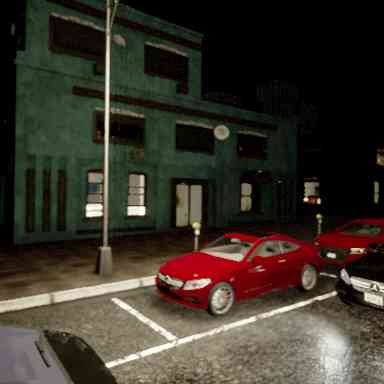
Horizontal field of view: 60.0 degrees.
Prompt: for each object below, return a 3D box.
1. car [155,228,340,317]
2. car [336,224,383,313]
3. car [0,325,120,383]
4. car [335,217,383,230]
[{"bbox_3d":[1.218,1.578,7.414,4.206,1.307,1.802,0,1,-35],"label":"car"},{"bbox_3d":[4.918,1.520,6.876,4.674,1.442,1.812,0,0,-35],"label":"car"},{"bbox_3d":[-2.400,1.565,1.654,4.181,1.385,1.994,0,0,-35],"label":"car"},{"bbox_3d":[5.762,1.536,10.653,4.507,1.381,1.887,0,1,-35],"label":"car"}]
